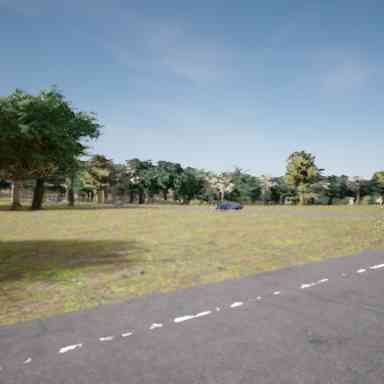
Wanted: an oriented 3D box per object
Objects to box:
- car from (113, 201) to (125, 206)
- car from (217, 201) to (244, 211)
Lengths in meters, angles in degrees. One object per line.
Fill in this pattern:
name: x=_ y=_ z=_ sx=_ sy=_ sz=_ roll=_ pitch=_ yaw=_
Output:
car: x=-18.924 y=2.936 z=86.397 sx=2.033 sy=1.411 sz=5.357 roll=2 pitch=-2 yaw=-28
car: x=5.444 y=2.027 z=47.863 sx=1.994 sy=1.385 sz=4.181 roll=3 pitch=-3 yaw=-36
